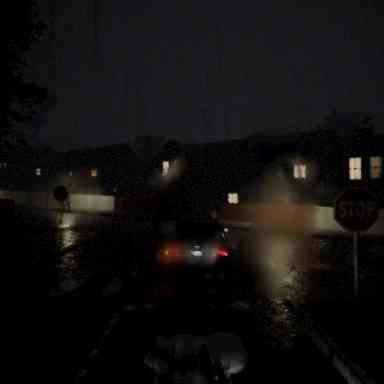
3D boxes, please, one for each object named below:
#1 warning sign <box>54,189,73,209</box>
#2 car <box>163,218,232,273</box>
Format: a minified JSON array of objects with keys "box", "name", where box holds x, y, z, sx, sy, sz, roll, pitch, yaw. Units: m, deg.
[{"box":[-12.303,0.683,31.900,1.060,1.860,1.300,-1,1,32],"name":"warning sign"},{"box":[0.210,1.546,10.608,2.033,1.411,5.357,0,0,2],"name":"car"}]
